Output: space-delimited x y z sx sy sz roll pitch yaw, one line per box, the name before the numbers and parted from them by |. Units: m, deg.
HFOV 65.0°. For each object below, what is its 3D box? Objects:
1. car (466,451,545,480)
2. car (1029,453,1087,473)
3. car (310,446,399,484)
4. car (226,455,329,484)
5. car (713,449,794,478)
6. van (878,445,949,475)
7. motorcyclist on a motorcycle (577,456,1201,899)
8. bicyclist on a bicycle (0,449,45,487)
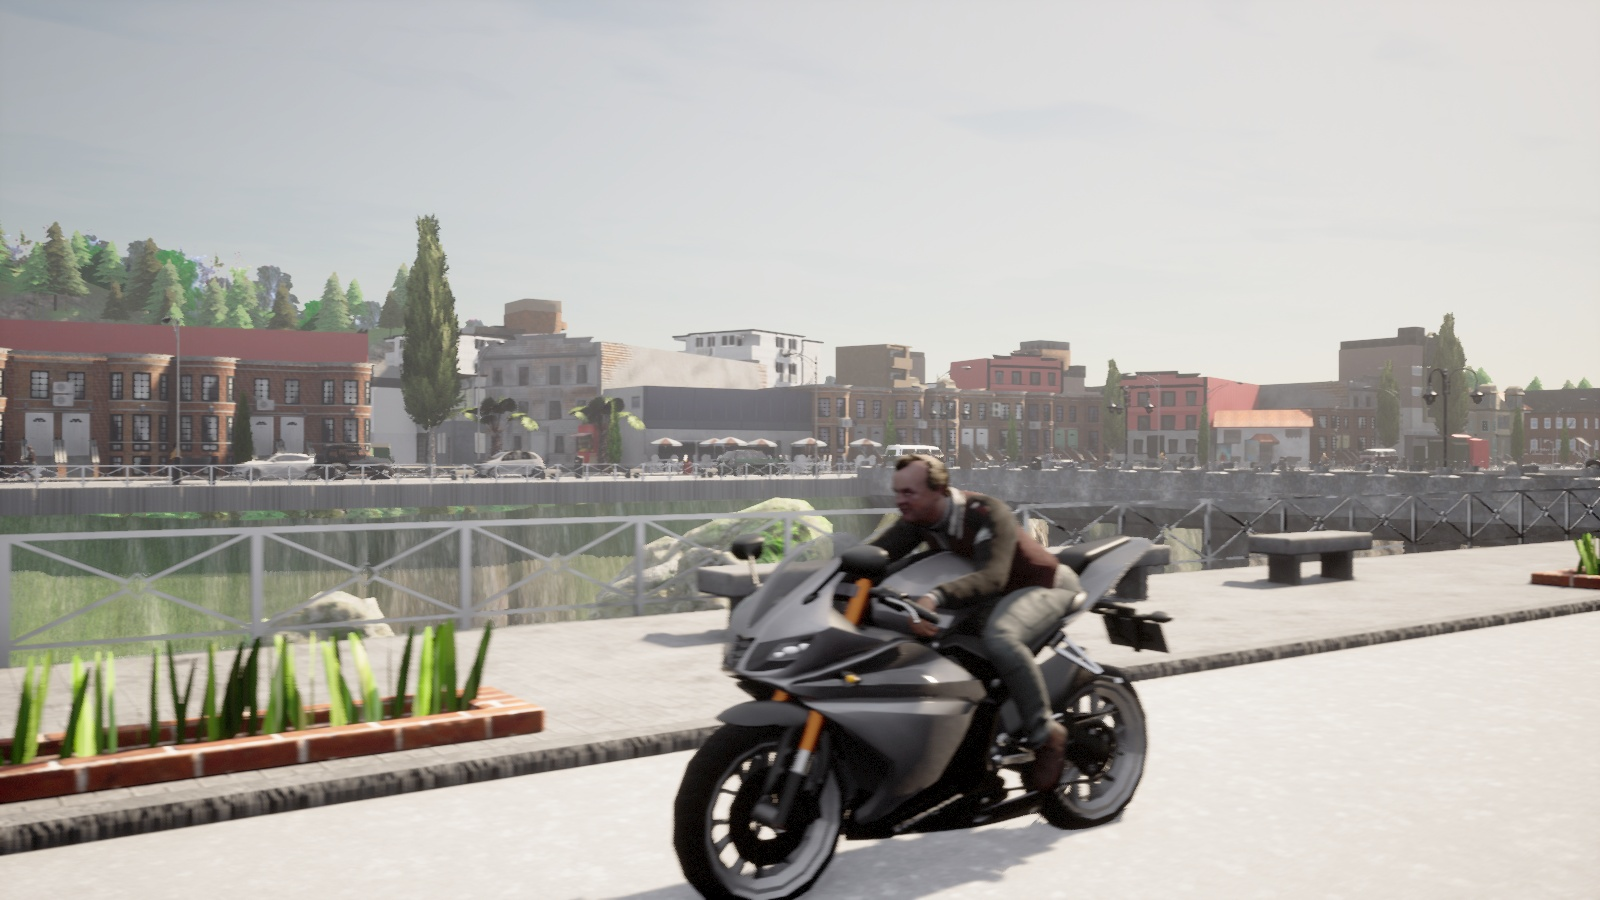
car | -16.982 0.856 72.461 3.988 1.617 1.851 0 0 -35
car | 19.071 0.945 92.697 4.193 1.474 1.816 0 0 -35
car | -22.588 0.745 63.684 3.866 1.878 1.905 0 0 -35
car | -27.162 0.988 65.370 4.674 1.442 1.812 0 0 -35
car | -2.838 0.799 77.439 4.553 1.767 2.097 0 0 -35
van | 7.704 0.660 84.781 4.480 2.038 2.069 0 0 -35
motorcyclist on a motorcycle | 0.389 0.790 4.539 2.191 1.530 0.866 0 0 -35
bicyclist on a bicycle | -36.513 0.837 58.858 1.843 1.776 0.659 0 0 -35
